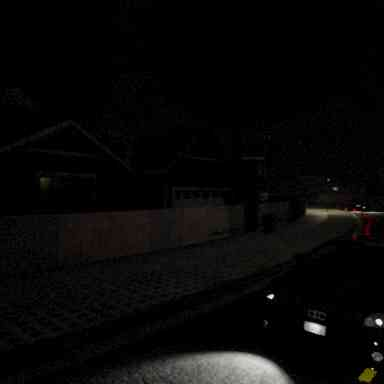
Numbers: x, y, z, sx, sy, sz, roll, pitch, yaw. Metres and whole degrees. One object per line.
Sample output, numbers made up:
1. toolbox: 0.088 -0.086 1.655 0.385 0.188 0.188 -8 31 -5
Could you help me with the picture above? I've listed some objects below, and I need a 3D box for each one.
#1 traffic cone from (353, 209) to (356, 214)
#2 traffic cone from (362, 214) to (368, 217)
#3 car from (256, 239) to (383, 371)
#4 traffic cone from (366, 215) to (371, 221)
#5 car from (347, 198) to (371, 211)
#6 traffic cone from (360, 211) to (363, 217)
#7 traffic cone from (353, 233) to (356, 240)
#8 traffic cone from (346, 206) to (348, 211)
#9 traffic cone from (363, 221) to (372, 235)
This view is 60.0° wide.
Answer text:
1. traffic cone: 17.307 2.014 35.329 0.340 0.580 0.340 1 0 17
2. traffic cone: 13.865 2.014 26.274 0.340 0.580 0.340 1 0 24
3. car: 2.859 1.572 5.773 1.994 1.385 4.181 1 0 40
4. traffic cone: 11.730 2.007 21.924 0.340 0.580 0.340 1 0 28
5. car: 20.950 1.577 41.937 1.837 1.490 4.892 1 0 11
6. traffic cone: 15.726 2.016 30.748 0.340 0.580 0.340 1 0 21
7. traffic cone: 6.675 1.979 13.659 0.340 0.580 0.340 1 0 35
8. traffic cone: 18.601 2.006 39.998 0.340 0.580 0.340 1 0 14
9. traffic cone: 9.331 1.996 17.713 0.340 0.580 0.340 1 0 31
